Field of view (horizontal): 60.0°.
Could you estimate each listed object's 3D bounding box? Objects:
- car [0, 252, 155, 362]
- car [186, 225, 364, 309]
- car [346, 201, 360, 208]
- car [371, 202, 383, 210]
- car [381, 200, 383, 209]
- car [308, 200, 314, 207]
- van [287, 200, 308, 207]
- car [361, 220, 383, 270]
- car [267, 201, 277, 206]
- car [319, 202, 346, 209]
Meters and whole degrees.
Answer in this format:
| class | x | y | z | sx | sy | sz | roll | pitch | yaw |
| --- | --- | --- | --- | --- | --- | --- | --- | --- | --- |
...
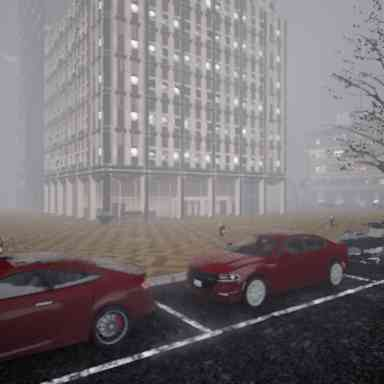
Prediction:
| class | x | y | z | sx | sy | sz | roll | pitch | yaw |
| --- | --- | --- | --- | --- | --- | --- | --- | --- | --- |
| car | -2.549 | 1.586 | 4.749 | 4.206 | 1.307 | 1.802 | 1 | -1 | -36 |
| car | 1.950 | 1.595 | 7.959 | 4.507 | 1.381 | 1.887 | 1 | -1 | -36 |
| car | 34.145 | 2.706 | 72.055 | 1.802 | 1.307 | 4.206 | -1 | 0 | -36 |
| car | 33.726 | 2.501 | 57.996 | 2.008 | 1.369 | 4.403 | -1 | 0 | -36 |
| car | 39.408 | 2.435 | 64.876 | 1.967 | 1.590 | 4.097 | -1 | 0 | -36 |
| car | 27.547 | 2.725 | 81.031 | 1.967 | 1.590 | 4.097 | -1 | 0 | -36 |
| van | 22.721 | 2.565 | 73.353 | 1.690 | 1.788 | 3.998 | -1 | 0 | -36 |
| car | 6.449 | 1.648 | 11.170 | 4.403 | 1.369 | 2.008 | 1 | -1 | -36 |
| car | 21.011 | 3.029 | 90.047 | 1.802 | 1.307 | 4.206 | -1 | 0 | -36 |
| car | 27.643 | 2.646 | 66.469 | 1.887 | 1.381 | 4.507 | -1 | 0 | -36 |
